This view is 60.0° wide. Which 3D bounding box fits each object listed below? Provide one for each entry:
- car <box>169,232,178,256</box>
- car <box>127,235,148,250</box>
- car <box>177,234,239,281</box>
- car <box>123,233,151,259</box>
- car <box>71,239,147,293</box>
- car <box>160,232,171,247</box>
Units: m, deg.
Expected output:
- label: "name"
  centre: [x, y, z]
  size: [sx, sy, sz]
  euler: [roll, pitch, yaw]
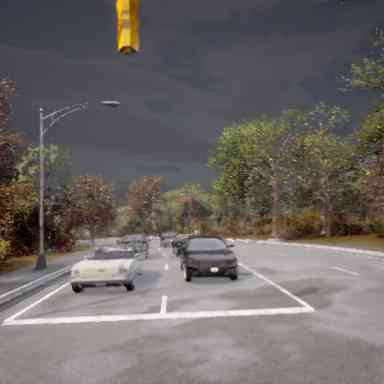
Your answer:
- label: "car"
  centre: [-0.304, 3.582, 22.719]
  size: [1.895, 1.301, 4.718]
  euler: [-1, -6, -7]
- label: "car"
  centre: [-5.629, 5.090, 34.041]
  size: [1.895, 1.301, 4.718]
  euler: [-1, -7, -12]
- label: "car"
  centre: [0.556, 2.512, 13.466]
  size: [1.882, 1.535, 5.008]
  euler: [-1, -5, -4]
- label: "car"
  centre: [-3.667, 3.421, 21.254]
  size: [2.128, 1.511, 4.902]
  euler: [-1, -6, -7]
- label: "car"
  centre: [-2.831, 2.601, 11.984]
  size: [1.895, 1.301, 4.718]
  euler: [-1, -5, -4]
- label: "car"
  centre: [-2.227, 4.926, 34.707]
  size: [2.128, 1.511, 4.902]
  euler: [-1, -7, -12]
